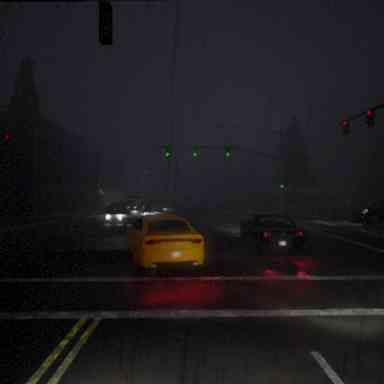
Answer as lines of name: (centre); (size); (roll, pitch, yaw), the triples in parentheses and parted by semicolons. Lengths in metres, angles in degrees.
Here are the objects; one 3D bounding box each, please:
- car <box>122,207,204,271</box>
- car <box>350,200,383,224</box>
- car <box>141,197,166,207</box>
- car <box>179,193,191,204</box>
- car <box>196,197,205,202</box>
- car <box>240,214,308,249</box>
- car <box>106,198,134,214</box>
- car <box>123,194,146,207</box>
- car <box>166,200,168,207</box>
car: (-1.103, 1.494, 11.181); (1.882, 1.535, 5.008); (1, 0, -16)
car: (14.317, 1.383, 24.790); (4.553, 1.767, 2.097); (0, 0, -1)
car: (-4.443, 1.620, 39.127); (1.994, 1.385, 4.181); (0, 0, -1)
car: (-1.338, 1.314, 66.731); (2.150, 2.045, 5.566); (0, 0, -1)
car: (1.969, 1.703, 77.541); (1.895, 1.301, 4.718); (0, 0, -1)
car: (3.340, 1.620, 14.631); (1.895, 1.301, 4.718); (0, 0, -1)
car: (-7.885, 1.616, 35.842); (1.994, 1.385, 4.181); (0, 0, -1)
car: (-8.042, 1.287, 45.164); (2.150, 2.045, 5.566); (0, 0, -1)
car: (-4.597, 1.634, 49.158); (1.994, 1.385, 4.181); (0, 0, -1)
